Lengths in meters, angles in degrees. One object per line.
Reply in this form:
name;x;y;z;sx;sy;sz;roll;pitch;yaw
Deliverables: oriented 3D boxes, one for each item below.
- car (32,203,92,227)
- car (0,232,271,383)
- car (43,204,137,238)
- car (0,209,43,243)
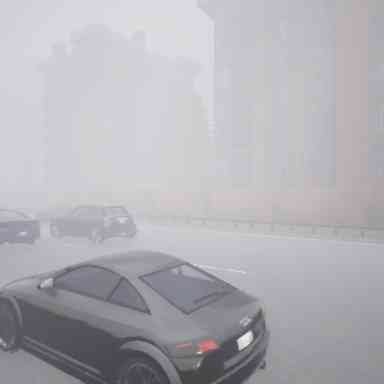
car;-9.222;1.563;23.483;4.181;1.385;1.994;0;0;36
car;-1.050;1.563;4.743;4.181;1.385;1.994;0;0;36
car;-4.825;1.352;16.045;4.553;1.767;2.097;0;0;36
car;-8.590;1.477;14.431;5.008;1.535;1.882;0;0;36
